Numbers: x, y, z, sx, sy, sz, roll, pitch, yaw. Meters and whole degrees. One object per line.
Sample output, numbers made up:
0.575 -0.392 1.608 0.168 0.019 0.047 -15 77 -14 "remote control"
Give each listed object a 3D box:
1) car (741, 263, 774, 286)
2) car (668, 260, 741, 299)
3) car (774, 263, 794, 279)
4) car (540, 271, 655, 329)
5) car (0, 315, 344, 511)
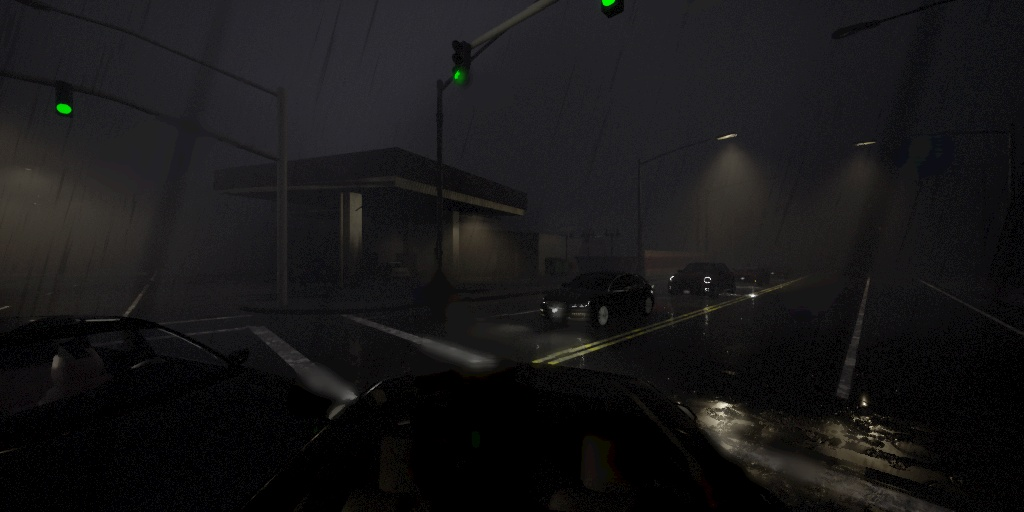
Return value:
16.722 1.314 25.265 1.994 1.385 4.181 0 0 44 "car"
9.775 1.102 18.375 4.553 1.767 2.097 0 0 -45 "car"
23.877 1.314 32.297 4.181 1.385 1.994 0 0 -44 "car"
2.916 1.255 11.550 1.837 1.490 4.892 0 0 45 "car"
-3.413 1.242 2.551 4.902 1.511 2.128 0 0 15 "car"
